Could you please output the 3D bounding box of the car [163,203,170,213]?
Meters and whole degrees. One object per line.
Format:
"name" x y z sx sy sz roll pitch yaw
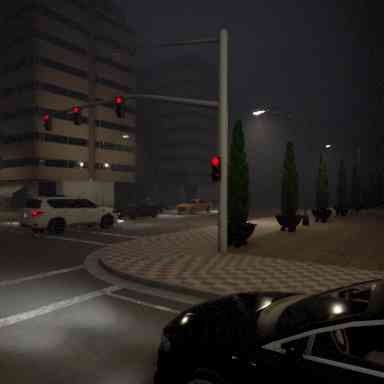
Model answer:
"car" -4.593 1.603 35.470 2.033 1.411 5.357 0 0 35

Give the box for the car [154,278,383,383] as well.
"car" 1.853 1.492 2.652 4.902 1.511 2.128 0 0 36

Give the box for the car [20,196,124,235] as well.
"car" -7.065 1.277 19.581 2.150 2.045 5.566 0 0 38

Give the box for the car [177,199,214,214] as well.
"car" 0.311 1.533 36.346 1.882 1.535 5.008 0 0 35

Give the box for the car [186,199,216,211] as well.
"car" 1.195 1.619 43.652 1.994 1.385 4.181 0 0 35

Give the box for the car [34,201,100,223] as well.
"car" -10.212 1.560 27.513 1.837 1.490 4.892 0 0 35

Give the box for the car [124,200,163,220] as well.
"car" -4.837 1.619 29.058 1.994 1.385 4.181 0 0 35
